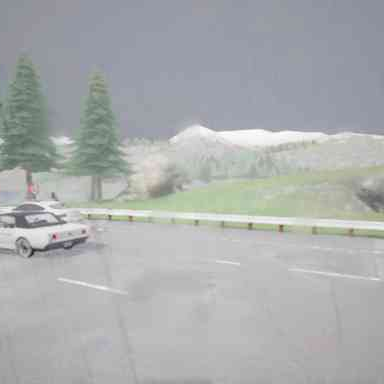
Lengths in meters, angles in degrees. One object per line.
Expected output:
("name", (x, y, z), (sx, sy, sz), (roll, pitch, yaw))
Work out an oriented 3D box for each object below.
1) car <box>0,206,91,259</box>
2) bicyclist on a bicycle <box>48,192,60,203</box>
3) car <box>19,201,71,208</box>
("car", (-5.867, 1.320, 11.292), (4.718, 1.301, 1.895), (1, 1, 25))
("bicyclist on a bicycle", (-9.058, 0.820, 21.673), (0.582, 1.620, 1.656), (1, -11, 20))
("car", (-7.363, 1.134, 15.851), (4.674, 1.442, 1.812), (1, 1, 23))
